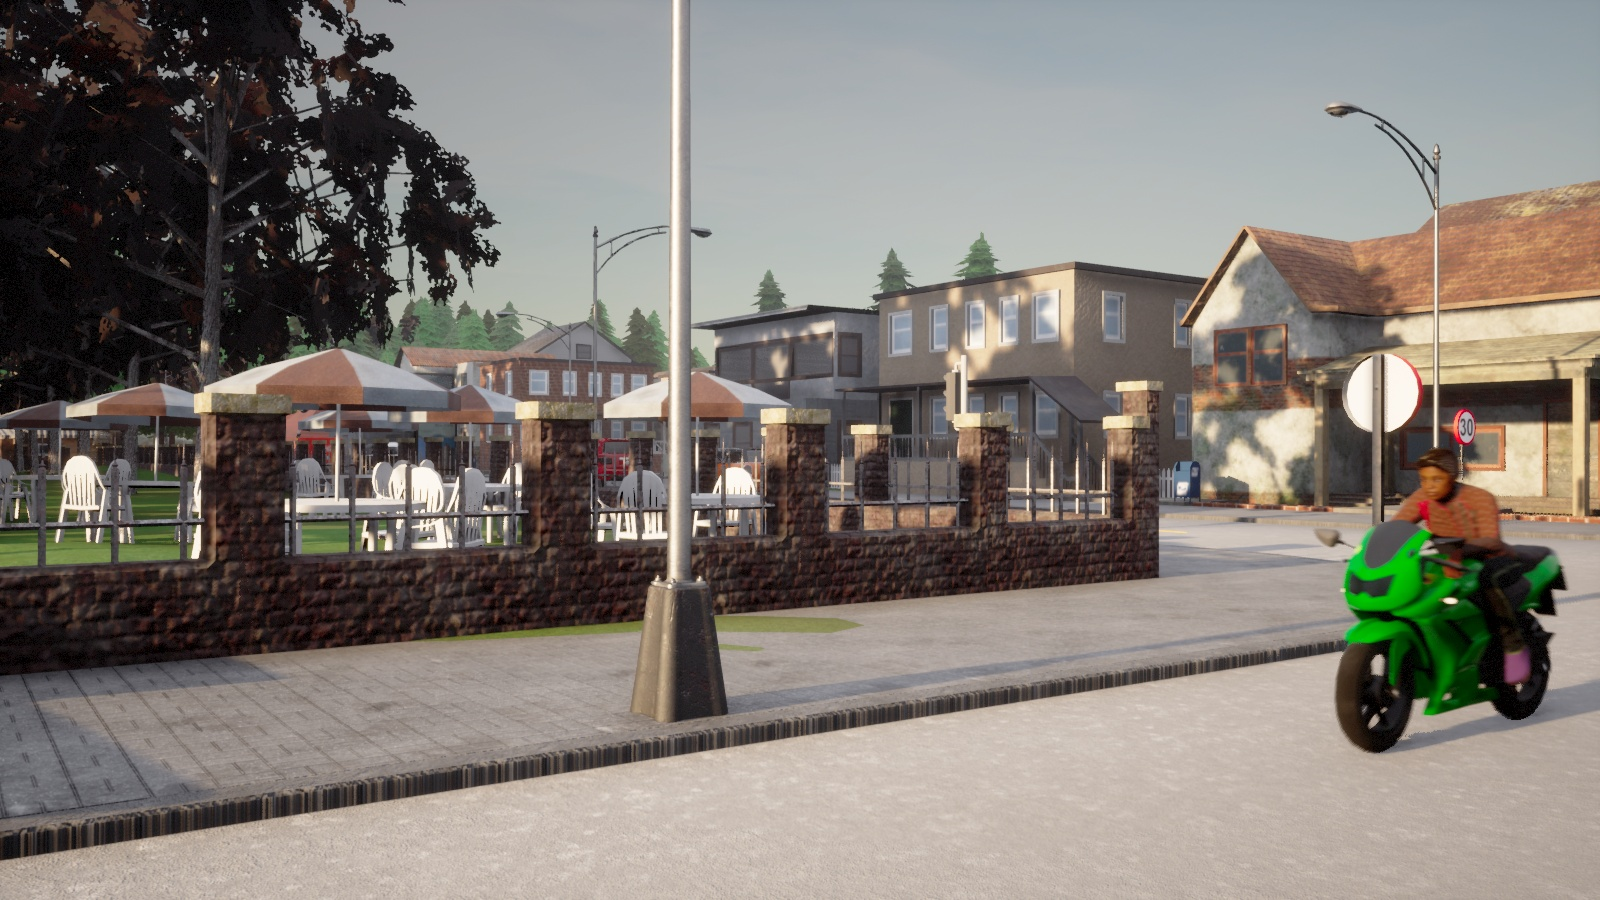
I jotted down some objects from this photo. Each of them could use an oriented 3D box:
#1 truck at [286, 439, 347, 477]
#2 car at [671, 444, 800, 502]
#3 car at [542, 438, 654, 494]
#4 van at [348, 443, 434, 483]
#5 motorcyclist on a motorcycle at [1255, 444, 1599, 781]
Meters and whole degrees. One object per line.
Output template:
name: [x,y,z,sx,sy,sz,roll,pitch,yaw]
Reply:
truck: [-32.427,0.533,84.065,2.627,2.467,5.204,0,0,-35]
car: [-2.155,0.708,40.806,2.097,1.767,4.553,0,0,-35]
car: [-7.976,0.601,49.126,2.150,2.045,5.566,0,0,-35]
van: [-21.436,0.675,66.061,2.069,2.038,4.480,-1,0,18]
motorcyclist on a motorcycle: [3.366,0.736,6.576,2.044,1.523,0.797,0,0,-34]
